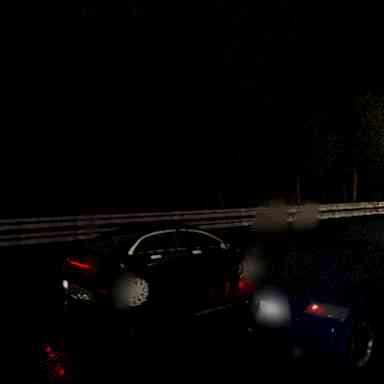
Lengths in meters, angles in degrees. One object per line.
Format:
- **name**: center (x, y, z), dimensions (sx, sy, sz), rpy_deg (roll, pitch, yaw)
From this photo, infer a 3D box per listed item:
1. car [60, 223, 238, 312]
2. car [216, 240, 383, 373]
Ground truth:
- **car**: center (-0.434, 1.487, 7.730), dimensions (4.892, 1.490, 1.837), rpy_deg (0, 0, -35)
- **car**: center (2.699, 1.540, 5.664), dimensions (4.181, 1.385, 1.994), rpy_deg (0, 0, -35)
